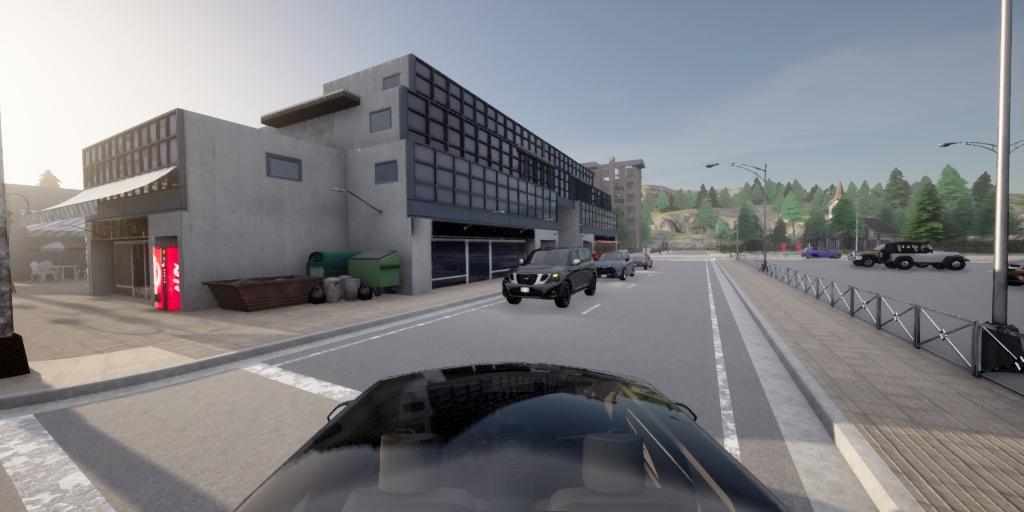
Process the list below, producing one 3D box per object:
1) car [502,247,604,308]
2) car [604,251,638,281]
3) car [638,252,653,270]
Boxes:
[{"bbox_3d":[1.718,0.665,14.018,2.150,2.045,5.566,0,2,28],"label":"car"},{"bbox_3d":[6.367,0.513,22.686,2.097,1.767,4.553,0,2,28],"label":"car"},{"bbox_3d":[11.207,0.394,31.701,1.812,1.442,4.674,0,2,28],"label":"car"}]
